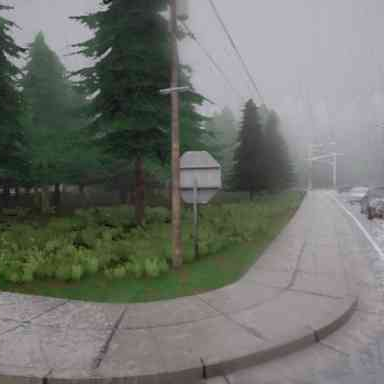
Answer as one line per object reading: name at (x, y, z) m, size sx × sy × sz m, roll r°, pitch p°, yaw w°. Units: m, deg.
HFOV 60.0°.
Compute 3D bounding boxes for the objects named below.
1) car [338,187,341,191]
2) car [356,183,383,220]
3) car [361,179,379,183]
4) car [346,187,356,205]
car at (19.796, -0.436, 42.879) m, size 1.895 × 1.301 × 4.718 m, roll 0°, pitch 2°, yaw 20°
car at (10.704, 0.537, 18.498) m, size 2.097 × 1.767 × 4.553 m, roll 0°, pitch 2°, yaw 21°
car at (25.281, -0.768, 47.521) m, size 2.150 × 2.045 × 5.566 m, roll 0°, pitch 2°, yaw 19°
car at (14.523, 0.323, 28.738) m, size 1.812 × 1.442 × 4.674 m, roll 0°, pitch 2°, yaw 20°
